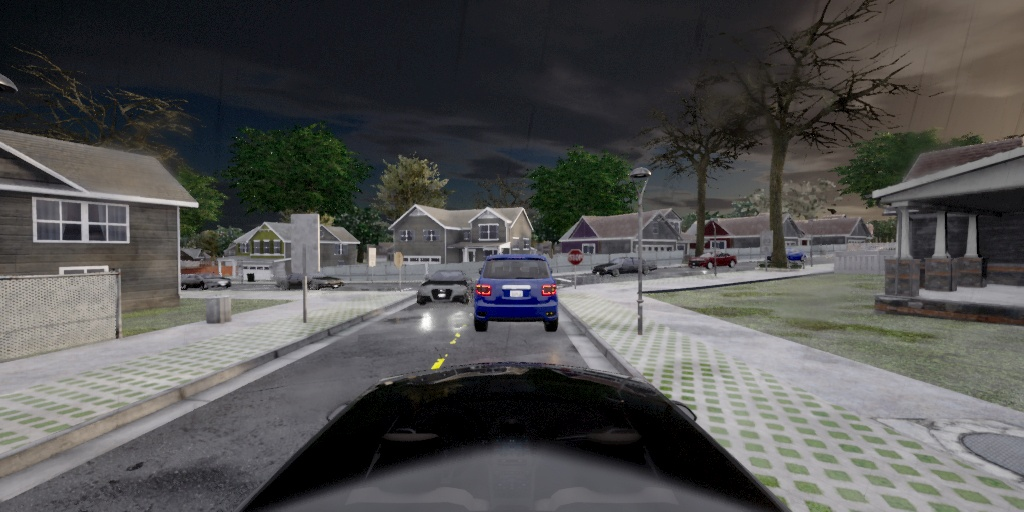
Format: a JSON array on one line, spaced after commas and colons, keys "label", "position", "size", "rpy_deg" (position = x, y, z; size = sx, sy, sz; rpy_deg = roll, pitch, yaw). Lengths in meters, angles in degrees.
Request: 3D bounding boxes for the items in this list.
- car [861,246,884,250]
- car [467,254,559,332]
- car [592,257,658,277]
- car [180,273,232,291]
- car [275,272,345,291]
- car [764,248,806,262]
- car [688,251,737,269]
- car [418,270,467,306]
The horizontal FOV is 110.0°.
[{"label": "car", "position": [40.129, -0.351, 39.743], "size": [5.357, 1.411, 2.033], "rpy_deg": [-2, 2, -25]}, {"label": "car", "position": [0.116, 0.968, 11.021], "size": [2.150, 2.045, 5.566], "rpy_deg": [0, 0, 0]}, {"label": "car", "position": [8.996, 0.809, 28.466], "size": [5.357, 1.411, 2.033], "rpy_deg": [-3, 2, -23]}, {"label": "car", "position": [-26.732, 2.230, 31.290], "size": [4.902, 1.511, 2.128], "rpy_deg": [-2, 0, 22]}, {"label": "car", "position": [-15.050, 1.854, 26.586], "size": [5.357, 1.411, 2.033], "rpy_deg": [-2, 0, 22]}, {"label": "car", "position": [28.637, -0.081, 37.587], "size": [5.008, 1.535, 1.882], "rpy_deg": [-2, 2, -25]}, {"label": "car", "position": [18.330, 0.329, 32.769], "size": [5.008, 1.535, 1.882], "rpy_deg": [-2, 2, -25]}, {"label": "car", "position": [-2.731, 1.304, 15.617], "size": [1.994, 1.385, 4.181], "rpy_deg": [0, 0, -2]}]
